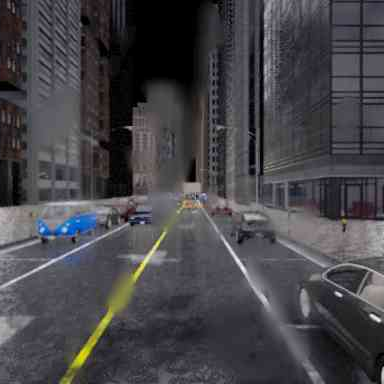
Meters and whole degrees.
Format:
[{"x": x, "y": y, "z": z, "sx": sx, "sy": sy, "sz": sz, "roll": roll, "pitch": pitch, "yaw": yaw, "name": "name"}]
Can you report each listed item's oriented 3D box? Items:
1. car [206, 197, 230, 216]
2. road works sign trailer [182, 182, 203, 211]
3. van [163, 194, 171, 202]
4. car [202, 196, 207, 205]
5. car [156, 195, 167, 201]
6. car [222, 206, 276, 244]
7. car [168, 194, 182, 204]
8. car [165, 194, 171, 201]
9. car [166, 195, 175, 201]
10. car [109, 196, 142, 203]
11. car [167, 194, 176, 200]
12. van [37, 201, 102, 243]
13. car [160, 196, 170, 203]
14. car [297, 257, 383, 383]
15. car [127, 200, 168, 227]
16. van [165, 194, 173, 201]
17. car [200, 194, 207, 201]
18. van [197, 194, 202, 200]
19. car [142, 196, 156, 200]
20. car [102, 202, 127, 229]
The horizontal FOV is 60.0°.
[{"x": 2.757, "y": 1.462, "z": 32.652, "sx": 1.967, "sy": 1.590, "sz": 4.097, "roll": 0, "pitch": 0, "yaw": 0, "name": "car"}, {"x": -0.003, "y": 0.494, "z": 41.320, "sx": 2.380, "sy": 3.560, "sz": 2.880, "roll": 0, "pitch": 0, "yaw": 0, "name": "road works sign trailer"}, {"x": -5.771, "y": 1.406, "z": 77.773, "sx": 1.690, "sy": 1.788, "sz": 3.998, "roll": 0, "pitch": 0, "yaw": 0, "name": "van"}, {"x": 2.757, "y": 1.599, "z": 43.933, "sx": 1.947, "sy": 1.339, "sz": 4.313, "roll": 0, "pitch": 0, "yaw": 0, "name": "car"}, {"x": -5.769, "y": 1.609, "z": 55.210, "sx": 1.947, "sy": 1.339, "sz": 4.313, "roll": 0, "pitch": 0, "yaw": 0, "name": "car"}, {"x": 2.759, "y": 1.559, "z": 15.731, "sx": 2.008, "sy": 1.369, "sz": 4.403, "roll": 0, "pitch": 0, "yaw": 0, "name": "car"}, {"x": -3.024, "y": 1.613, "z": 65.004, "sx": 1.994, "sy": 1.385, "sz": 4.181, "roll": 0, "pitch": 0, "yaw": 1, "name": "car"}, {"x": -5.770, "y": 1.605, "z": 66.491, "sx": 2.008, "sy": 1.369, "sz": 4.403, "roll": 0, "pitch": 0, "yaw": 0, "name": "car"}, {"x": -5.771, "y": 1.515, "z": 89.054, "sx": 1.967, "sy": 1.590, "sz": 4.097, "roll": 0, "pitch": 0, "yaw": 0, "name": "car"}, {"x": -5.768, "y": 1.332, "z": 27.006, "sx": 2.192, "sy": 1.841, "sz": 5.009, "roll": 0, "pitch": 0, "yaw": 0, "name": "car"}, {"x": -5.772, "y": 1.395, "z": 94.696, "sx": 2.192, "sy": 1.841, "sz": 5.009, "roll": 0, "pitch": 0, "yaw": 0, "name": "car"}, {"x": -5.767, "y": 1.349, "z": 15.725, "sx": 1.690, "sy": 1.788, "sz": 3.998, "roll": 0, "pitch": 0, "yaw": 0, "name": "van"}, {"x": -5.770, "y": 1.584, "z": 71.962, "sx": 1.752, "sy": 1.417, "sz": 4.829, "roll": 0, "pitch": 0, "yaw": 0, "name": "car"}, {"x": 2.760, "y": 1.553, "z": 4.450, "sx": 2.008, "sy": 1.369, "sz": 4.403, "roll": 0, "pitch": 0, "yaw": 0, "name": "car"}, {"x": -3.102, "y": 1.561, "z": 23.454, "sx": 2.033, "sy": 1.411, "sz": 5.357, "roll": 0, "pitch": 0, "yaw": 0, "name": "car"}, {"x": -5.771, "y": 1.411, "z": 83.413, "sx": 1.690, "sy": 1.788, "sz": 3.998, "roll": 0, "pitch": 0, "yaw": 0, "name": "van"}, {"x": 2.756, "y": 1.593, "z": 60.856, "sx": 1.887, "sy": 1.381, "sz": 4.507, "roll": 0, "pitch": 0, "yaw": 0, "name": "car"}, {"x": 2.754, "y": 1.406, "z": 77.778, "sx": 1.690, "sy": 1.788, "sz": 3.998, "roll": 0, "pitch": 0, "yaw": 0, "name": "van"}, {"x": -5.769, "y": 1.342, "z": 38.287, "sx": 2.192, "sy": 1.841, "sz": 5.009, "roll": 0, "pitch": 0, "yaw": 0, "name": "car"}, {"x": -5.767, "y": 1.563, "z": 21.365, "sx": 2.008, "sy": 1.369, "sz": 4.403, "roll": 0, "pitch": 0, "yaw": 0, "name": "car"}]
